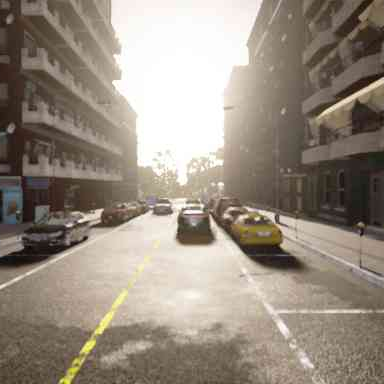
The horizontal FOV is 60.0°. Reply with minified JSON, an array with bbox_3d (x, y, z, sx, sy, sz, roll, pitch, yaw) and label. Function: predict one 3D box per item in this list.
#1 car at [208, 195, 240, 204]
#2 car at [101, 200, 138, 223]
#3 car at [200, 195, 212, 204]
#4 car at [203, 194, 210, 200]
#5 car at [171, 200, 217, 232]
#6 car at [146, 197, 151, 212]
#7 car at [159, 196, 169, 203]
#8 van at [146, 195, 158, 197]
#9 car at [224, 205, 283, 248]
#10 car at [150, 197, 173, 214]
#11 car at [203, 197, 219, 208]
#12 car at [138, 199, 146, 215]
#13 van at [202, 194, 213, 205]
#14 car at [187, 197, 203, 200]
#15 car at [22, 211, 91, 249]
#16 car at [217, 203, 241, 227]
[{"bbox_3d":[2.671,1.302,25.562,2.192,1.841,5.009,-1,0,0],"label":"car"},{"bbox_3d":[-5.705,1.533,25.514,1.887,1.381,4.507,-1,0,0],"label":"car"},{"bbox_3d":[2.672,1.401,64.232,1.967,1.590,4.097,-1,0,0],"label":"car"},{"bbox_3d":[2.671,1.296,36.611,2.192,1.841,5.009,-1,0,0],"label":"car"},{"bbox_3d":[0.099,1.482,20.000,2.128,1.511,4.902,0,0,0],"label":"car"},{"bbox_3d":[-5.704,1.548,36.562,1.947,1.339,4.313,-1,0,0],"label":"car"},{"bbox_3d":[-5.802,1.539,69.701,1.802,1.307,4.206,-1,0,0],"label":"car"},{"bbox_3d":[-5.708,1.316,47.611,1.690,1.788,3.998,-1,0,0],"label":"van"},{"bbox_3d":[2.675,1.518,14.684,1.752,1.417,4.829,-1,0,0],"label":"car"},{"bbox_3d":[-3.001,1.523,35.157,1.812,1.442,4.674,0,0,0],"label":"car"},{"bbox_3d":[2.675,1.518,47.659,1.887,1.381,4.507,-1,0,0],"label":"car"},{"bbox_3d":[-5.705,1.510,30.869,1.752,1.417,4.829,-1,0,0],"label":"car"},{"bbox_3d":[2.671,1.307,58.708,1.690,1.788,3.998,-1,0,0],"label":"van"},{"bbox_3d":[0.099,1.454,43.983,1.882,1.535,5.008,0,0,0],"label":"car"},{"bbox_3d":[-5.704,1.544,14.465,2.008,1.369,4.403,-1,0,0],"label":"car"},{"bbox_3d":[2.676,1.572,20.038,1.802,1.307,4.206,-1,0,0],"label":"car"}]
